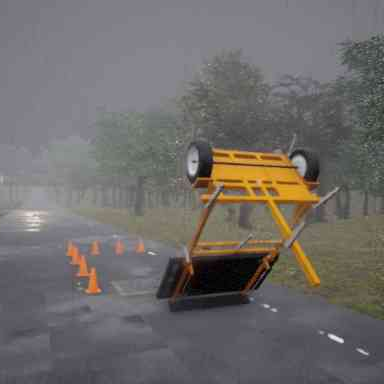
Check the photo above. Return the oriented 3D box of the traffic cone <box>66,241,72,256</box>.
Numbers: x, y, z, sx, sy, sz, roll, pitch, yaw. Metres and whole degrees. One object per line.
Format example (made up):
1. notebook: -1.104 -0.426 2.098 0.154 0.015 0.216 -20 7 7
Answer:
1. traffic cone: -5.027 2.309 13.752 0.340 0.580 0.340 1 -2 -25

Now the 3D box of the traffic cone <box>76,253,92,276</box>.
1. traffic cone: -3.328 2.223 10.131 0.340 0.580 0.340 1 -2 -25

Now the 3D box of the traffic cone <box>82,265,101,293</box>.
1. traffic cone: -2.479 2.180 8.321 0.340 0.580 0.340 1 -2 -25

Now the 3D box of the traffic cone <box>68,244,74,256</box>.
1. traffic cone: -4.178 2.266 11.942 0.340 0.580 0.340 1 -2 -25

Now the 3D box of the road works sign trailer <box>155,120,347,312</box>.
1. road works sign trailer: 0.867 1.123 5.997 2.380 3.560 2.880 1 43 -21

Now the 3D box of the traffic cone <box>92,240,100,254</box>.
1. traffic cone: -4.123 2.331 14.175 0.340 0.580 0.340 1 -2 -25
